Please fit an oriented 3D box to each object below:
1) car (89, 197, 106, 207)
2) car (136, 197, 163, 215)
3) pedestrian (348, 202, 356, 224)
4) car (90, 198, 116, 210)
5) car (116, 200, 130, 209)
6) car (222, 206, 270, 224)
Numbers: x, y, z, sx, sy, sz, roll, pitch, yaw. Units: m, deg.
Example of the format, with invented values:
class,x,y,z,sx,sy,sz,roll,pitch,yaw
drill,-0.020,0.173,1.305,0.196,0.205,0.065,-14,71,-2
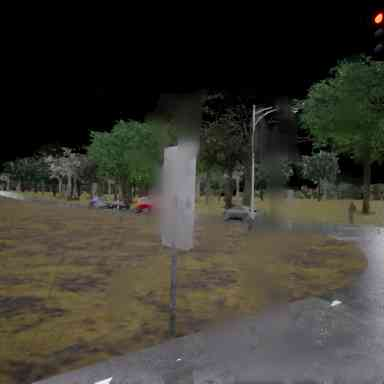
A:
class,x,y,z,sx,sy,sz,roll,pitch,yaw
car,-18.385,1.964,65.212,2.150,2.045,5.566,3,-2,-36
car,-4.664,1.637,39.814,2.150,2.045,5.566,3,-3,-35
pedestrian,13.340,1.718,27.808,0.375,1.860,0.375,2,-1,-36
car,-14.268,2.103,53.265,1.994,1.385,4.181,3,-2,-35
car,-12.295,2.189,56.733,1.837,1.490,4.892,3,-2,-36
car,4.400,1.799,27.208,1.994,1.385,4.181,3,-2,-36
